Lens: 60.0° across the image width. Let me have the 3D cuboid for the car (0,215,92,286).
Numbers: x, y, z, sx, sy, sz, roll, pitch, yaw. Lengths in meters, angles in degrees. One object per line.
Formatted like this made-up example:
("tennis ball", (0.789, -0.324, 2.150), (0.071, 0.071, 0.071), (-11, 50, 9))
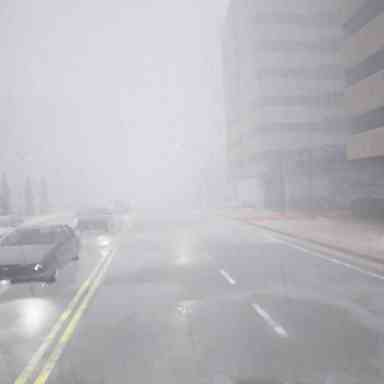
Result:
("car", (-4.720, 1.742, 10.378), (2.033, 1.411, 5.357), (-2, 0, -8))

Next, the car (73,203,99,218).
("car", (-11.781, 2.046, 37.239), (1.994, 1.385, 4.181), (-2, 0, -7))

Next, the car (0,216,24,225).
("car", (-8.960, 1.897, 15.704), (1.812, 1.442, 4.674), (-2, 0, -8))

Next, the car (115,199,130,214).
("car", (-8.661, 1.699, 40.435), (2.097, 1.767, 4.553), (-2, 0, -7))

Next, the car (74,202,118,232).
("car", (-6.264, 1.732, 21.922), (1.882, 1.535, 5.008), (-2, 0, -8))
